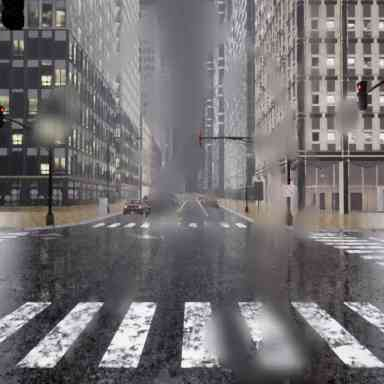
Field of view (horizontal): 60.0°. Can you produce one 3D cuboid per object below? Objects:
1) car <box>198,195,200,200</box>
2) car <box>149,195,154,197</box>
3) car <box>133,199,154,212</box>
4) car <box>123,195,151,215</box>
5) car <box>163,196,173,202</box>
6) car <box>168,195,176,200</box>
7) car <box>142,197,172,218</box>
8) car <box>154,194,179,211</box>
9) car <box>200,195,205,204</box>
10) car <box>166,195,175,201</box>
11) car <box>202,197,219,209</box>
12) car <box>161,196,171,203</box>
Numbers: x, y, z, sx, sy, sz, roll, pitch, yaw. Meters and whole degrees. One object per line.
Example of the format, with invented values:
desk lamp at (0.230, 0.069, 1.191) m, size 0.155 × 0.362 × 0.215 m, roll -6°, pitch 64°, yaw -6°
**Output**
car at (2.674, 1.590, 61.695) m, size 1.947 × 1.339 × 4.313 m, roll 1°, pitch 0°, yaw 0°
car at (-5.693, 1.332, 44.896) m, size 2.192 × 1.841 × 5.009 m, roll 1°, pitch 0°, yaw 0°
car at (-5.696, 1.597, 39.321) m, size 1.802 × 1.307 × 4.206 m, roll 1°, pitch 0°, yaw 0°
car at (-5.690, 1.453, 33.745) m, size 1.967 × 1.590 × 4.097 m, roll 1°, pitch 0°, yaw 0°
car at (-5.714, 1.581, 78.347) m, size 2.008 × 1.369 × 4.403 m, roll 1°, pitch 0°, yaw 0°
car at (-5.723, 1.604, 95.072) m, size 1.947 × 1.339 × 4.313 m, roll 1°, pitch 0°, yaw 0°
car at (-3.115, 1.516, 30.429) m, size 1.837 × 1.490 × 4.892 m, roll 0°, pitch 0°, yaw 0°
car at (-3.118, 1.238, 42.341) m, size 2.150 × 2.045 × 5.566 m, roll 0°, pitch 0°, yaw 0°
car at (2.677, 1.547, 56.287) m, size 1.752 × 1.417 × 4.829 m, roll 1°, pitch 0°, yaw 0°
car at (-5.720, 1.587, 89.497) m, size 2.008 × 1.369 × 4.403 m, roll 1°, pitch 0°, yaw 0°
car at (2.681, 1.599, 44.962) m, size 1.802 × 1.307 × 4.206 m, roll 1°, pitch 0°, yaw 0°
car at (-5.712, 1.573, 72.771) m, size 1.887 × 1.381 × 4.507 m, roll 1°, pitch 0°, yaw 0°
